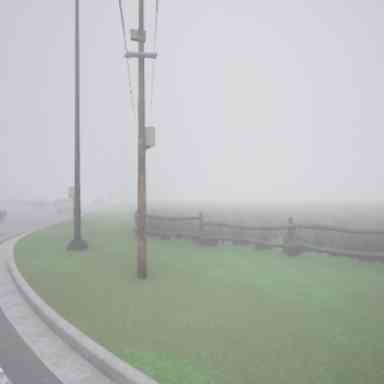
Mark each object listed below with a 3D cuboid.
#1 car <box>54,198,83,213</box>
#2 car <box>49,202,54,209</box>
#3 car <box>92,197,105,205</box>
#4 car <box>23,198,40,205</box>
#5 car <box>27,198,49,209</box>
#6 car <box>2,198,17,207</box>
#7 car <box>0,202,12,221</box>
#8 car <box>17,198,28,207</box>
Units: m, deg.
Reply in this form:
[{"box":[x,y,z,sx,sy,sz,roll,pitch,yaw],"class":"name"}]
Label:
[{"box":[-14.557,1.542,39.921,2.097,1.767,4.553,0,0,-8],"class":"car"},{"box":[-19.488,1.746,49.996,1.837,1.490,4.892,0,-1,-8],"class":"car"},{"box":[-17.862,1.776,63.748,2.128,1.511,4.902,0,0,-8],"class":"car"},{"box":[-32.642,1.875,67.686,1.812,1.442,4.674,0,0,-8],"class":"car"},{"box":[-23.207,1.738,51.340,1.882,1.535,5.008,0,0,-8],"class":"car"},{"box":[-31.134,1.802,57.528,2.128,1.511,4.902,0,0,-8],"class":"car"},{"box":[-16.136,1.747,25.833,1.895,1.301,4.718,0,0,-8],"class":"car"},{"box":[-27.565,1.844,57.287,2.033,1.411,5.357,0,0,-8],"class":"car"}]
